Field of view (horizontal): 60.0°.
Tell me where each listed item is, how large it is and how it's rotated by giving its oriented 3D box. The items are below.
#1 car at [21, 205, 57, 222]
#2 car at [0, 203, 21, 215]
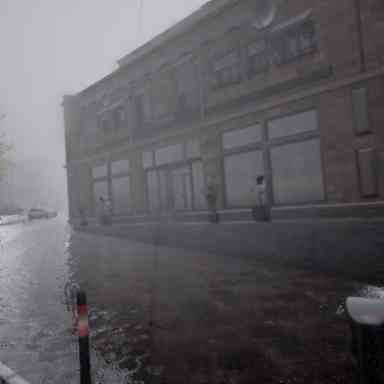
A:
[{"bbox_3d":[-15.218,2.100,34.056,2.128,1.511,4.902,-3,0,-10],"label":"car"},{"bbox_3d":[-31.166,3.029,55.791,5.566,2.045,2.150,-4,-3,19],"label":"car"}]
